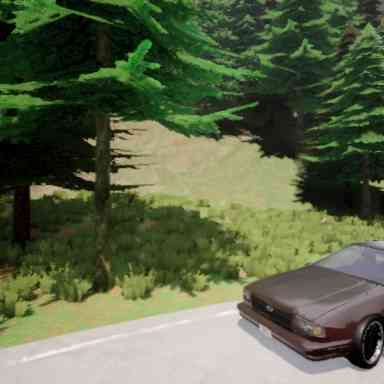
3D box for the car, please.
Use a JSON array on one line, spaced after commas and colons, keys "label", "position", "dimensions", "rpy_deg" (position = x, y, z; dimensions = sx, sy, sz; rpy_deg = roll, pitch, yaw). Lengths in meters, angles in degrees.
[{"label": "car", "position": [3.488, 1.587, 5.718], "dimensions": [5.357, 1.411, 2.033], "rpy_deg": [1, 0, -23]}]
